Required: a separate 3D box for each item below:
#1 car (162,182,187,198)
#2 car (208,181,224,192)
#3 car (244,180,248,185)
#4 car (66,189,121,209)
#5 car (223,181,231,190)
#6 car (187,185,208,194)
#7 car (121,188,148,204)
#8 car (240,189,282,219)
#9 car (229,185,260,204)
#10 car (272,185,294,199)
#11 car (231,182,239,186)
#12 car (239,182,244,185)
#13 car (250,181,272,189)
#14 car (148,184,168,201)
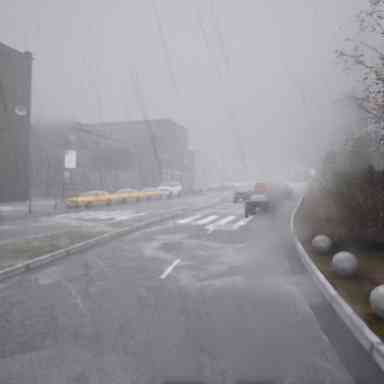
[{"bbox_3d":[-3.175,-0.316,45.237,2.435,2.045,5.566,1,2,19],"label":"car"},{"bbox_3d":[4.207,-0.890,66.098,2.231,1.521,4.892,1,2,19],"label":"car"},{"bbox_3d":[13.387,-2.044,92.021,2.185,1.767,4.553,1,2,19],"label":"car"},{"bbox_3d":[-8.809,0.563,29.372,1.946,1.575,5.366,1,2,20],"label":"car"},{"bbox_3d":[6.037,-1.347,71.260,2.435,2.045,5.566,1,2,19],"label":"car"},{"bbox_3d":[0.505,-0.448,55.655,2.163,1.488,4.792,1,2,20],"label":"car"},{"bbox_3d":[-6.958,0.355,34.571,1.946,1.575,5.366,1,2,19],"label":"car"},{"bbox_3d":[4.776,0.831,22.424,1.882,1.535,5.008,0,2,18],"label":"car"},{"bbox_3d":[5.553,0.388,34.590,1.837,1.490,4.892,1,2,20],"label":"car"},{"bbox_3d":[11.742,-0.086,42.242,2.097,1.767,4.553,1,2,20],"label":"car"},{"bbox_3d":[9.128,-1.447,80.162,2.231,1.521,4.892,1,2,20],"label":"car"},{"bbox_3d":[11.473,-1.708,86.617,1.946,1.575,5.366,1,2,19],"label":"car"},{"bbox_3d":[10.246,-0.417,47.711,2.150,2.045,5.566,1,3,20],"label":"car"},{"bbox_3d":[-5.115,0.148,39.776,1.946,1.575,5.366,1,2,19],"label":"car"}]
